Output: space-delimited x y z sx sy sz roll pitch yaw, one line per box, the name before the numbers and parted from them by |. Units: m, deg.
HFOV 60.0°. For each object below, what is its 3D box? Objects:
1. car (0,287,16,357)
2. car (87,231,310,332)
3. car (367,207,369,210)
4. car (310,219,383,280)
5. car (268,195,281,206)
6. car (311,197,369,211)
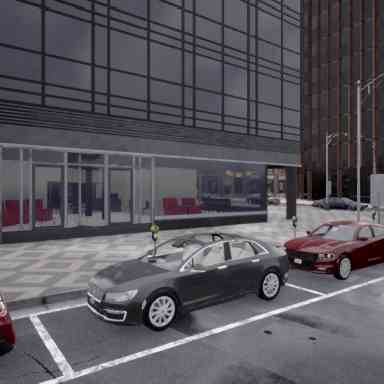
car | -4.306 1.440 3.578 4.097 1.590 1.967 0 0 -36
car | 0.135 1.551 6.750 4.403 1.369 2.008 0 0 -36
car | 9.016 1.441 13.094 4.097 1.590 1.967 0 0 -36
car | 4.575 1.545 9.922 4.507 1.381 1.887 0 0 -36
car | 9.010 0.960 42.165 1.837 1.490 4.892 0 1 -36
car | 14.941 1.203 33.803 2.033 1.411 5.357 0 1 -41
